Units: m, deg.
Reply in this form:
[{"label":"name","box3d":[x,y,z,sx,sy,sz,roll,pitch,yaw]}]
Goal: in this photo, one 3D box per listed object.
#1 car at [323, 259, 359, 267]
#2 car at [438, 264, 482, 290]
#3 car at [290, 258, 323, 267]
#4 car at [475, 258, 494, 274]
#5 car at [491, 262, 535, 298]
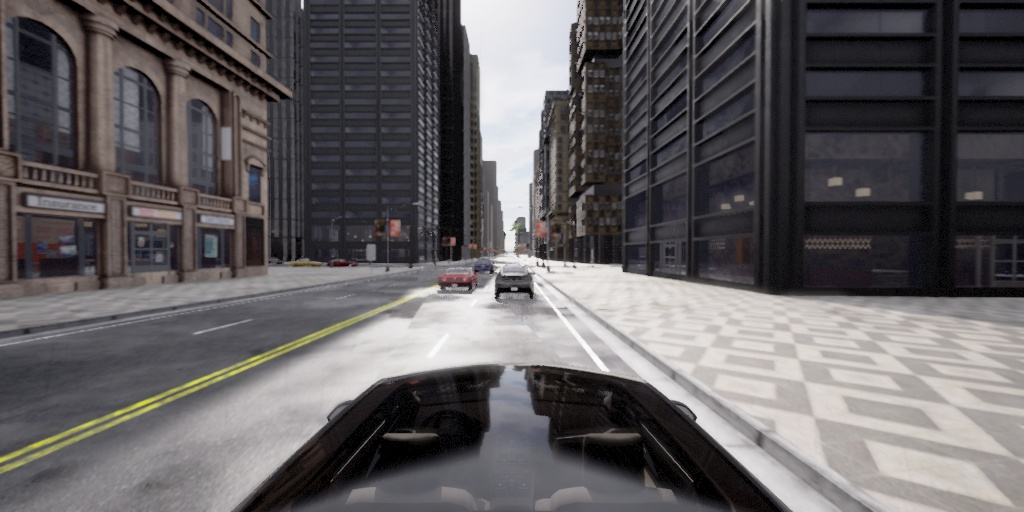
[{"label":"car","box3d":[-26.024,1.109,55.249,4.507,1.381,1.888,0,0,0]},{"label":"car","box3d":[-3.146,1.332,21.979,1.895,1.301,4.718,0,0,0]},{"label":"car","box3d":[-31.479,1.044,55.218,4.829,1.417,1.751,0,0,0]},{"label":"car","box3d":[-3.142,1.065,41.135,2.097,1.767,4.553,0,0,0]},{"label":"car","box3d":[0.104,1.238,18.306,1.837,1.490,4.892,0,0,0]}]
